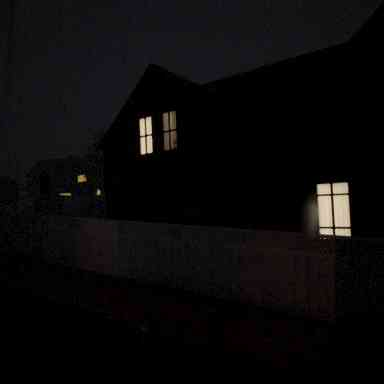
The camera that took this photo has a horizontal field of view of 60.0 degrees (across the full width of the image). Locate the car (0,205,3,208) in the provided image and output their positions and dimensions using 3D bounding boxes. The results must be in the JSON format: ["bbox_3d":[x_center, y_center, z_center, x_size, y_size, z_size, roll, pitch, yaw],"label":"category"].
[{"bbox_3d":[-11.953,1.420,19.516,1.882,1.535,5.008,-3,-1,29],"label":"car"}]
